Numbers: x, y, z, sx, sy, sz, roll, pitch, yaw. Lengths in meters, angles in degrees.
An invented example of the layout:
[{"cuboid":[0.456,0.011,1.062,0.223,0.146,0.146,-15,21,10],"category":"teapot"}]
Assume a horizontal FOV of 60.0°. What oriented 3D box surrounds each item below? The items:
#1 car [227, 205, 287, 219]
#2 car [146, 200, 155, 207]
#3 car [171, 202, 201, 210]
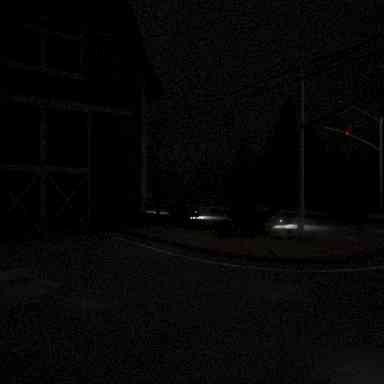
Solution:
[{"cuboid":[4.918,1.714,26.224,2.033,1.411,5.357,0,0,-34],"category":"car"},{"cuboid":[-7.350,1.880,50.681,1.994,1.385,4.181,0,0,-34],"category":"car"},{"cuboid":[-0.745,1.783,34.496,1.994,1.385,4.181,0,0,-34],"category":"car"}]
